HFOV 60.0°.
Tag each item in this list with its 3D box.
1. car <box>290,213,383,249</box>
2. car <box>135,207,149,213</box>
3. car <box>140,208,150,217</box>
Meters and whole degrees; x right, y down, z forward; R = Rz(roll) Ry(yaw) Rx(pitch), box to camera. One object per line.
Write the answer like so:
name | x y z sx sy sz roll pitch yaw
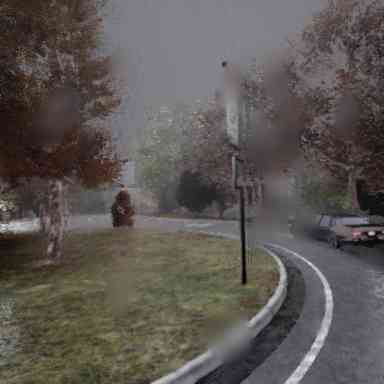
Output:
car | 6.452 1.666 15.219 2.033 1.411 5.357 -1 0 -10
car | -12.699 4.912 82.225 2.150 2.045 5.566 -1 -5 -3
car | -13.123 5.735 92.637 2.150 2.045 5.566 -2 -5 -1
